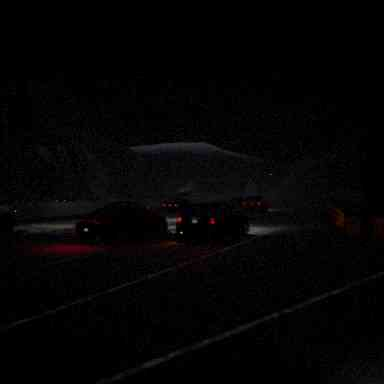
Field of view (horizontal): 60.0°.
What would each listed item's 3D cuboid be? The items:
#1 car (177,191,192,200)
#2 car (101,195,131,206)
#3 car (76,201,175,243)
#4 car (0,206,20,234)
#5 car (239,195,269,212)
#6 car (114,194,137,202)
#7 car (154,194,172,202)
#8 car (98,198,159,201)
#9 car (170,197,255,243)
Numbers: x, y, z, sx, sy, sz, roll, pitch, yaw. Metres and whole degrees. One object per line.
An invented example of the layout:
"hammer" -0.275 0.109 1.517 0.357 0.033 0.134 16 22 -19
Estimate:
"car" -1.724 0.798 78.578 2.150 2.045 5.566 1 0 12
"car" -10.985 1.182 48.324 1.812 1.442 4.674 1 0 22
"car" -3.067 1.368 15.603 1.882 1.535 5.008 1 1 29
"car" -11.091 1.049 15.577 2.150 2.045 5.566 1 1 30
"car" 7.028 1.214 36.372 2.097 1.767 4.553 1 0 23
"car" -12.727 1.106 64.151 2.033 1.411 5.357 1 0 18
"car" -5.576 1.182 63.581 1.994 1.385 4.181 1 0 17
"car" -3.950 1.332 21.241 1.882 1.535 5.008 1 1 28
"car" 1.148 1.274 15.972 2.097 1.767 4.553 1 0 29
